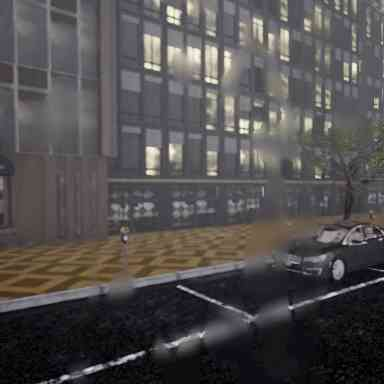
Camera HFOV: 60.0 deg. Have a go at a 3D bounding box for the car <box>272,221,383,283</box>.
[{"bbox_3d":[4.167,1.531,9.489,4.403,1.369,2.008,0,0,-35],"label":"car"}]
